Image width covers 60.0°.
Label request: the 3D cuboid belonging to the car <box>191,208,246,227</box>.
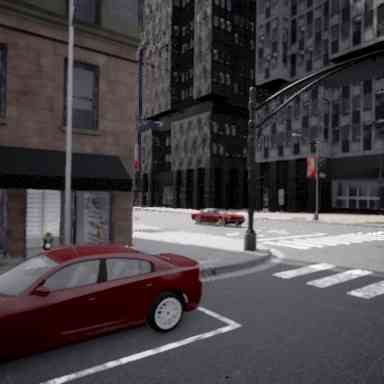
[{"bbox_3d":[2.007,1.963,26.038,1.895,1.301,4.718,1,-1,-36],"label":"car"}]

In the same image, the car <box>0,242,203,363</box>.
[{"bbox_3d":[-1.906,1.553,5.278,4.507,1.381,1.887,0,1,-36],"label":"car"}]
